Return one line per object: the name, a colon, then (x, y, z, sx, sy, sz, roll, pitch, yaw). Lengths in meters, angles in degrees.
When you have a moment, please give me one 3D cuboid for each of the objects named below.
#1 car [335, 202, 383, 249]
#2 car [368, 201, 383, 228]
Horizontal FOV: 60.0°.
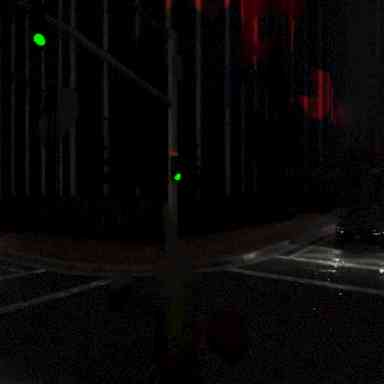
car: (7.733, 1.437, 14.649, 1.882, 1.535, 5.008, 0, 0, 36)
car: (13.280, 1.458, 22.385, 1.837, 1.490, 4.892, 0, 0, 36)
